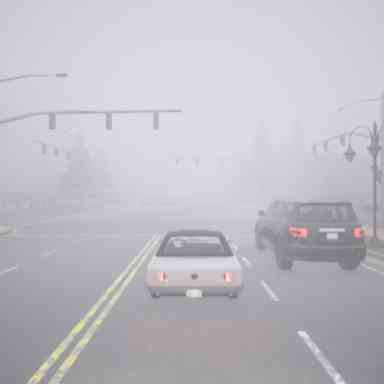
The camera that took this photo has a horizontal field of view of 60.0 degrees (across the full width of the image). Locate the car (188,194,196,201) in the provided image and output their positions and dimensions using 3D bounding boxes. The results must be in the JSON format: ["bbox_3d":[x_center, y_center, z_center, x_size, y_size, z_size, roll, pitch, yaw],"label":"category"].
[{"bbox_3d":[0.016,1.480,79.567,1.812,1.442,4.674,0,0,0],"label":"car"}]

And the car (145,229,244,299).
[{"bbox_3d":[0.064,1.597,8.403,1.895,1.301,4.718,0,0,0],"label":"car"}]

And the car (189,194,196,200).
[{"bbox_3d":[0.018,1.340,89.875,1.812,1.442,4.674,0,0,0],"label":"car"}]

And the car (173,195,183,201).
[{"bbox_3d":[-3.484,1.475,83.219,2.128,1.511,4.902,0,0,0],"label":"car"}]

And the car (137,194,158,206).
[{"bbox_3d":[-7.071,1.524,53.085,2.033,1.411,5.357,0,0,0],"label":"car"}]

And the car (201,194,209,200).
[{"bbox_3d":[3.518,1.369,89.874,1.994,1.385,4.181,0,0,0],"label":"car"}]

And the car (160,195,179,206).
[{"bbox_3d":[-3.570,1.540,53.093,1.994,1.385,4.181,0,0,0],"label":"car"}]

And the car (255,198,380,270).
[{"bbox_3d":[3.581,1.217,11.126,2.150,2.045,5.566,0,0,0],"label":"car"}]

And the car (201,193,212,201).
[{"bbox_3d":[3.516,1.181,79.222,2.150,2.045,5.566,0,0,0],"label":"car"}]

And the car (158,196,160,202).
[{"bbox_3d":[-6.986,1.512,68.779,2.033,1.411,5.357,0,0,0],"label":"car"}]

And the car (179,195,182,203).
[{"bbox_3d":[-3.494,1.472,68.226,1.837,1.490,4.892,0,0,0],"label":"car"}]

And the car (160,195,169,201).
[{"bbox_3d":[-6.983,1.500,84.020,1.994,1.385,4.181,0,0,0],"label":"car"}]
